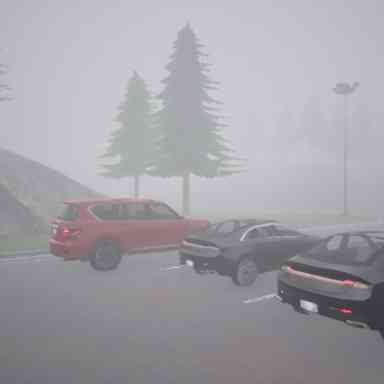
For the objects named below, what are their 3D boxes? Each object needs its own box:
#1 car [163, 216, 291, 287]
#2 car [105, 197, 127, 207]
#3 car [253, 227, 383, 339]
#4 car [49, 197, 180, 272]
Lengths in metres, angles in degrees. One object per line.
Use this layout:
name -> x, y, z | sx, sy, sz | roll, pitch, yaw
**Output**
car -> 1.919, 1.508, 9.417 | 4.902, 1.511, 2.128 | 0, 0, -36
car -> -12.231, 1.572, 53.435 | 1.812, 1.442, 4.674 | 0, 0, -35
car -> 3.732, 1.507, 6.411 | 4.902, 1.511, 2.128 | 0, 0, -36
car -> -1.753, 1.232, 11.095 | 5.566, 2.045, 2.150 | 0, 0, -36
